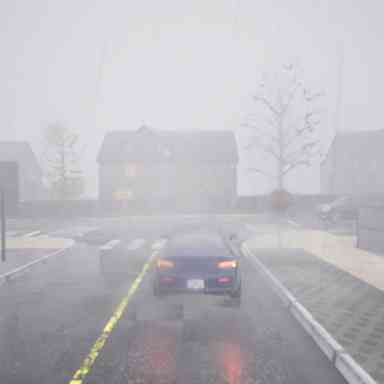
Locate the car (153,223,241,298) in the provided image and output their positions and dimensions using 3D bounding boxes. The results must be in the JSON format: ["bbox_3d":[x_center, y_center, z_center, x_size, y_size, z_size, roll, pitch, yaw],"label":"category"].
[{"bbox_3d":[0.169,1.511,8.365,1.812,1.442,4.674,0,0,3],"label":"car"}]

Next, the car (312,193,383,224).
[{"bbox_3d":[10.184,1.008,21.450,4.553,1.767,2.097,-1,1,-2],"label":"car"}]
